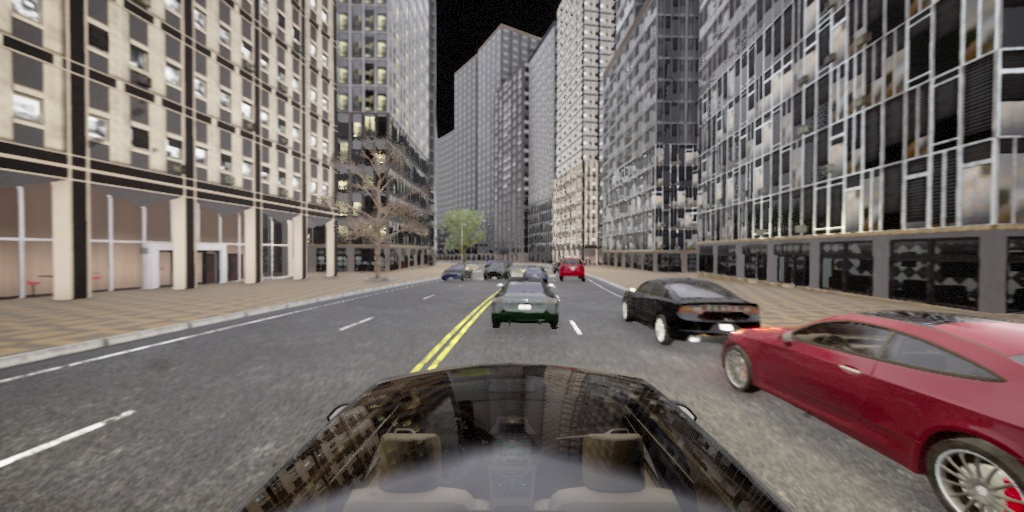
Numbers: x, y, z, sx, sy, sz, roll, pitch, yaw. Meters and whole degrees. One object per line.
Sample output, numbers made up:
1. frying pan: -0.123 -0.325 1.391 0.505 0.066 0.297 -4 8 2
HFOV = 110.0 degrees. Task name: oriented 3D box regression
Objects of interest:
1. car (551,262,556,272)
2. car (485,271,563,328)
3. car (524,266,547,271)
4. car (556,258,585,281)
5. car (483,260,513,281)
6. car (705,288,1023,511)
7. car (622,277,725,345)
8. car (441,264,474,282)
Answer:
1. car: 6.198 1.528 46.282 1.837 1.490 4.892 0 0 2
2. car: 0.446 1.373 11.771 1.994 1.385 4.181 0 0 3
3. car: 1.895 1.476 29.191 1.994 1.385 4.181 0 0 6
4. car: 5.363 1.173 32.615 2.150 2.045 5.566 0 0 6
5. car: -1.297 1.263 32.536 2.097 1.767 4.553 0 0 5
6. car: 4.229 1.306 3.826 1.812 1.442 4.674 0 0 1
7. car: 4.401 1.294 9.676 1.882 1.535 5.008 0 0 2
8. car: -4.642 1.433 31.387 2.033 1.411 5.357 0 0 6
